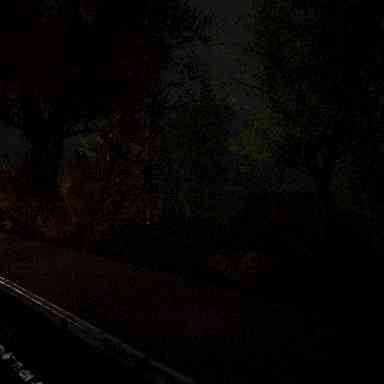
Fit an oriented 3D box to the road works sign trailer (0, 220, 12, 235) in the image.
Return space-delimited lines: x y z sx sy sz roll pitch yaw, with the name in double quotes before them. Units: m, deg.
"road works sign trailer" -6.409 1.085 6.980 2.380 2.880 3.560 43 -7 -2
